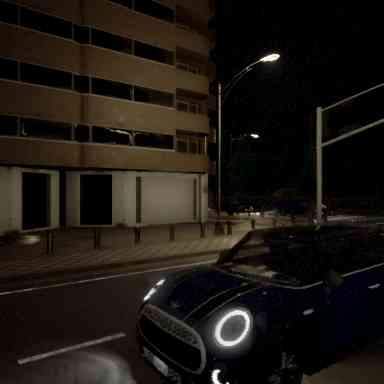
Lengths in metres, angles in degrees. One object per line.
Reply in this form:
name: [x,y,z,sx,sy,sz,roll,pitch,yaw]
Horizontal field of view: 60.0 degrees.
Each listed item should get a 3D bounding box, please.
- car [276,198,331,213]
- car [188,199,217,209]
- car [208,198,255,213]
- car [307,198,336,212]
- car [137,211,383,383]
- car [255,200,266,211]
car: [10.012,1.584,30.885,1.812,1.442,4.674,0,0,-37]
car: [1.471,1.659,48.690,1.895,1.301,4.718,0,0,-36]
car: [4.387,1.606,38.652,2.033,1.411,5.357,0,0,-36]
car: [12.191,1.411,33.818,2.097,1.767,4.553,0,0,-36]
car: [1.473,1.352,5.042,4.553,1.767,2.097,0,0,-35]
car: [6.945,1.563,41.090,1.837,1.490,4.892,0,0,-36]
